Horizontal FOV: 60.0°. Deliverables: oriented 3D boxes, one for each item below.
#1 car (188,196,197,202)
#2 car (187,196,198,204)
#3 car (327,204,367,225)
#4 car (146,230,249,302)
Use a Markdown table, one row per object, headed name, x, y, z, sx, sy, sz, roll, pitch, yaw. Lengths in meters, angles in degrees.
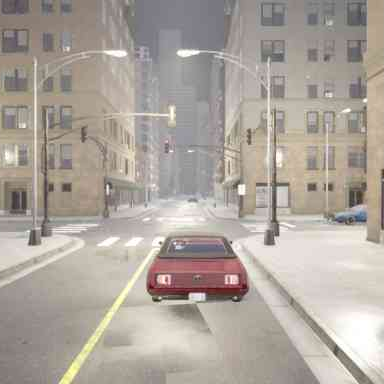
| name | x | y | z | sx | sy | sz | roll | pitch | yaw |
| --- | --- | --- | --- | --- | --- | --- | --- | --- | --- |
| car | 0.085 | 1.567 | 75.116 | 1.895 | 1.301 | 4.718 | 0 | 0 | 0 |
| car | 0.169 | 1.507 | 65.188 | 1.812 | 1.442 | 4.674 | 0 | 0 | 0 |
| car | 12.194 | 1.512 | 22.796 | 5.357 | 1.411 | 2.033 | 0 | 0 | 3 |
| car | 0.092 | 1.601 | 8.203 | 1.895 | 1.301 | 4.718 | 0 | 0 | 0 |
